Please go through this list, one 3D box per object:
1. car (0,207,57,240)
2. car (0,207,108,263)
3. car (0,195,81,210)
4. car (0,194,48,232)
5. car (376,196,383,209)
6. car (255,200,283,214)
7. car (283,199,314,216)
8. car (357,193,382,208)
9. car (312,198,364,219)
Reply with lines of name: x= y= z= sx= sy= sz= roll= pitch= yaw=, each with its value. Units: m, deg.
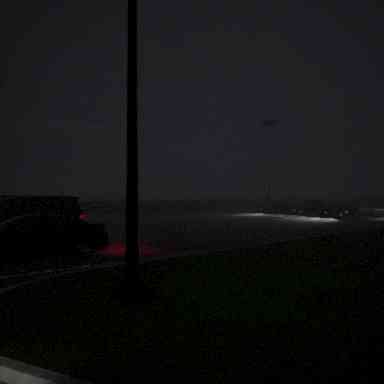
car: x=-9.191 y=1.526 z=16.547 sx=4.181 sy=1.385 sz=1.994 roll=0 pitch=0 yaw=-38
car: x=-5.252 y=1.454 z=10.746 sx=5.008 sy=1.535 sz=1.882 roll=0 pitch=0 yaw=-38
car: x=-7.220 y=1.191 z=13.647 sx=5.566 sy=2.045 sz=2.150 roll=0 pitch=0 yaw=-38
car: x=-11.519 y=1.177 z=19.171 sx=5.566 sy=2.045 sz=2.150 roll=0 pitch=0 yaw=-38
car: x=27.094 y=1.551 z=44.182 sx=5.357 sy=1.411 sz=2.033 roll=0 pitch=0 yaw=-37
car: x=8.475 y=1.518 z=34.521 sx=4.181 sy=1.385 sz=1.994 roll=0 pitch=0 yaw=-37
car: x=11.407 y=1.466 z=32.359 sx=4.892 sy=1.490 sz=1.837 roll=0 pitch=0 yaw=-37
car: x=24.950 y=1.215 z=46.947 sx=5.566 sy=2.045 sz=2.150 roll=0 pitch=0 yaw=-37
car: x=12.758 y=1.532 z=28.984 sx=4.181 sy=1.385 sz=1.994 roll=0 pitch=0 yaw=-37
